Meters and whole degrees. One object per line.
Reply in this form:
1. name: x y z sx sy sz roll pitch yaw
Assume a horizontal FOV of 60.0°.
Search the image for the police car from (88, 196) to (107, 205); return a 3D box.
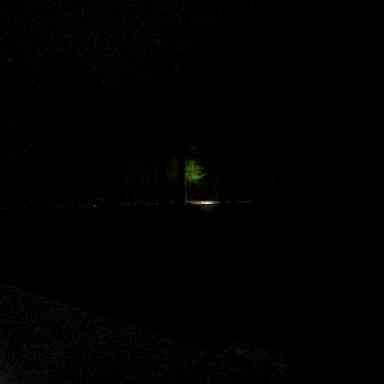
1. police car: -16.946 1.568 61.756 2.038 1.542 4.974 -1 -1 36
